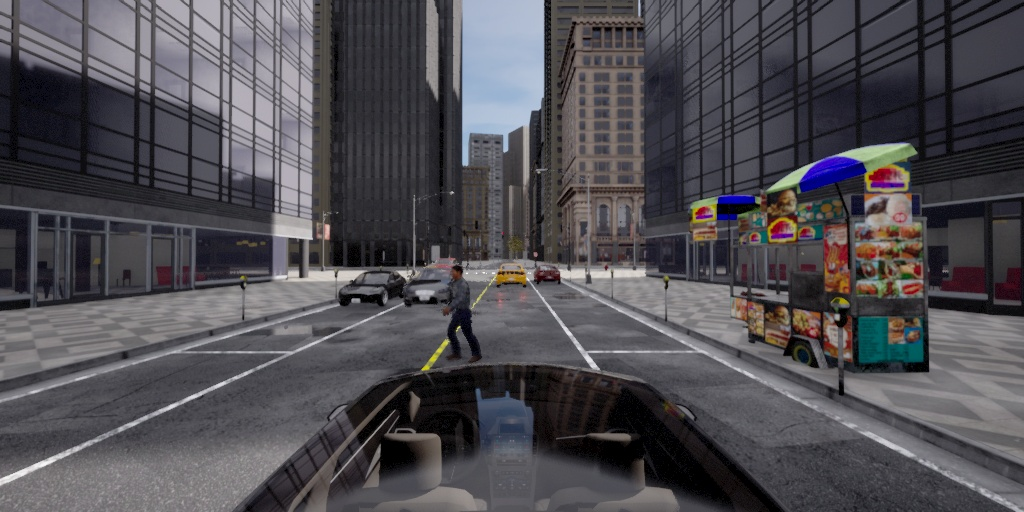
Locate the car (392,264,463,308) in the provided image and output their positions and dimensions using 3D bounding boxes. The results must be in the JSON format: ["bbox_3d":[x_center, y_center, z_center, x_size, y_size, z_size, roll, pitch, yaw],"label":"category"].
[{"bbox_3d":[-3.154,1.251,15.333,2.128,1.511,4.902,0,0,0],"label":"car"}]

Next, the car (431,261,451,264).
[{"bbox_3d":[-5.958,1.307,26.478,1.751,1.417,4.829,0,0,0],"label":"car"}]

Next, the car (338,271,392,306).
[{"bbox_3d":[-5.914,1.326,15.731,1.948,1.339,4.313,0,0,0],"label":"car"}]

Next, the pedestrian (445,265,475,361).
[{"bbox_3d":[-0.967,1.044,6.651,0.375,1.860,0.375,1,-1,-18],"label":"pedestrian"}]

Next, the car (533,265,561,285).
[{"bbox_3d":[2.566,1.327,26.681,1.888,1.381,4.507,0,0,0],"label":"car"}]

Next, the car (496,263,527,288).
[{"bbox_3d":[-0.024,1.254,24.208,1.882,1.535,5.008,0,0,0],"label":"car"}]

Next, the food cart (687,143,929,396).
[{"bbox_3d":[5.614,0.216,7.211,2.280,3.560,4.660,0,0,0],"label":"food cart"}]

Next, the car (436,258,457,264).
[{"bbox_3d":[-5.981,1.112,32.107,2.192,1.841,5.009,0,0,0],"label":"car"}]
